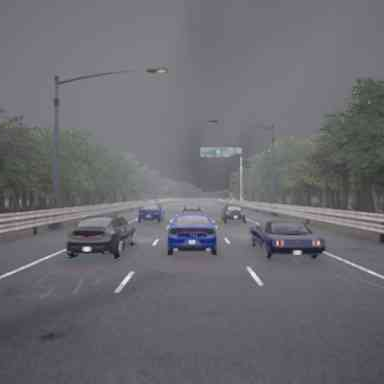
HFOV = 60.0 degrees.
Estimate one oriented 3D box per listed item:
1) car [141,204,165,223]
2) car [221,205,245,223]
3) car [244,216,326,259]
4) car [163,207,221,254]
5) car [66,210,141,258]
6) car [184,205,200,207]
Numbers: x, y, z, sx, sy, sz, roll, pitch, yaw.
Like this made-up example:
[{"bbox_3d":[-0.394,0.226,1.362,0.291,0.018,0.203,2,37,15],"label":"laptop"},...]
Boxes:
[{"bbox_3d":[-3.479,1.807,29.237,1.882,1.535,5.008,0,0,0],"label":"car"},{"bbox_3d":[3.518,1.851,28.887,1.812,1.442,4.674,0,0,0],"label":"car"},{"bbox_3d":[3.513,1.747,13.246,1.895,1.301,4.718,0,-1,0],"label":"car"},{"bbox_3d":[0.023,1.634,14.247,1.882,1.535,5.008,0,0,1],"label":"car"},{"bbox_3d":[-3.484,1.656,13.492,1.837,1.490,4.892,0,0,0],"label":"car"},{"bbox_3d":[0.014,1.814,28.497,2.128,1.511,4.902,0,-1,0],"label":"car"}]
